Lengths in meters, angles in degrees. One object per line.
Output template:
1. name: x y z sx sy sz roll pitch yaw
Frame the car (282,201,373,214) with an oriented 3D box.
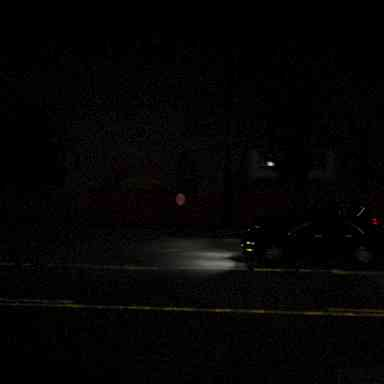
1. car: 5.429 1.435 15.186 5.566 2.045 2.150 0 -1 4

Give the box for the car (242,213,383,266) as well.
1. car: 4.240 1.671 11.758 4.892 1.490 1.837 0 -1 4
